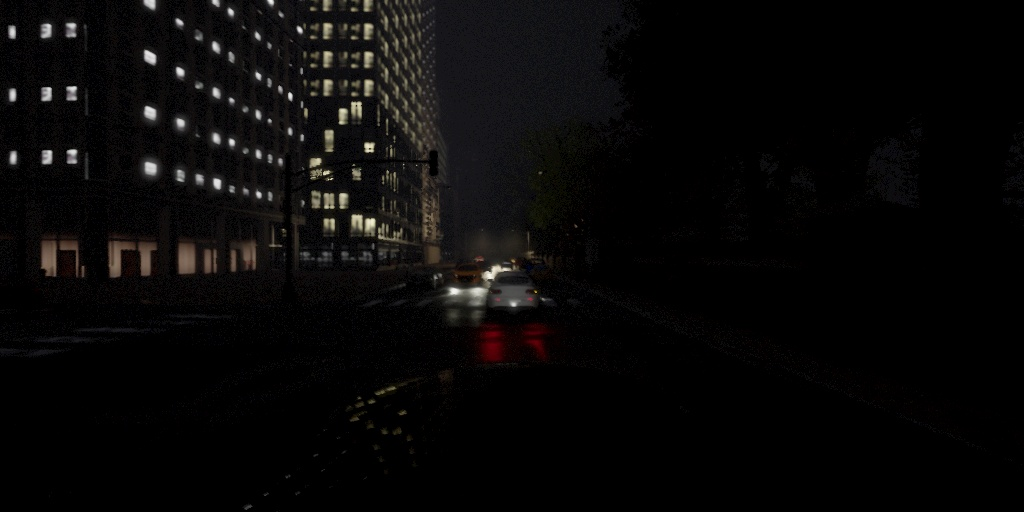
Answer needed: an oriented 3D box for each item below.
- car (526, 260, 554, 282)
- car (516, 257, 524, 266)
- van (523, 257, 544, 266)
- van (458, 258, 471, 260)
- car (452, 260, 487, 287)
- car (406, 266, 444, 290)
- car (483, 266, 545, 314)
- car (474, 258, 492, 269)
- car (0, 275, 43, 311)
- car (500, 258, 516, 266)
[{"bbox_3d":[2.346,1.287,28.880,1.751,1.417,4.829,0,0,-1],"label":"car"},{"bbox_3d":[1.883,1.298,51.053,1.751,1.417,4.829,0,0,-2],"label":"car"},{"bbox_3d":[2.257,1.106,34.254,1.690,1.789,3.998,0,0,-1],"label":"van"},{"bbox_3d":[-5.994,1.151,45.057,1.690,1.789,3.998,0,0,-1],"label":"van"},{"bbox_3d":[-3.031,1.265,25.569,1.882,1.535,5.008,0,0,-1],"label":"car"},{"bbox_3d":[-5.453,1.348,22.878,2.007,1.370,4.403,0,0,-1],"label":"car"},{"bbox_3d":[0.041,1.290,13.671,1.812,1.442,4.674,0,0,0],"label":"car"},{"bbox_3d":[-3.329,1.322,43.131,1.812,1.442,4.674,0,0,-1],"label":"car"},{"bbox_3d":[-17.977,1.236,11.753,4.207,1.307,1.802,0,0,4],"label":"car"},{"bbox_3d":[-0.733,1.277,52.810,2.128,1.511,4.902,0,0,-2],"label":"car"}]
